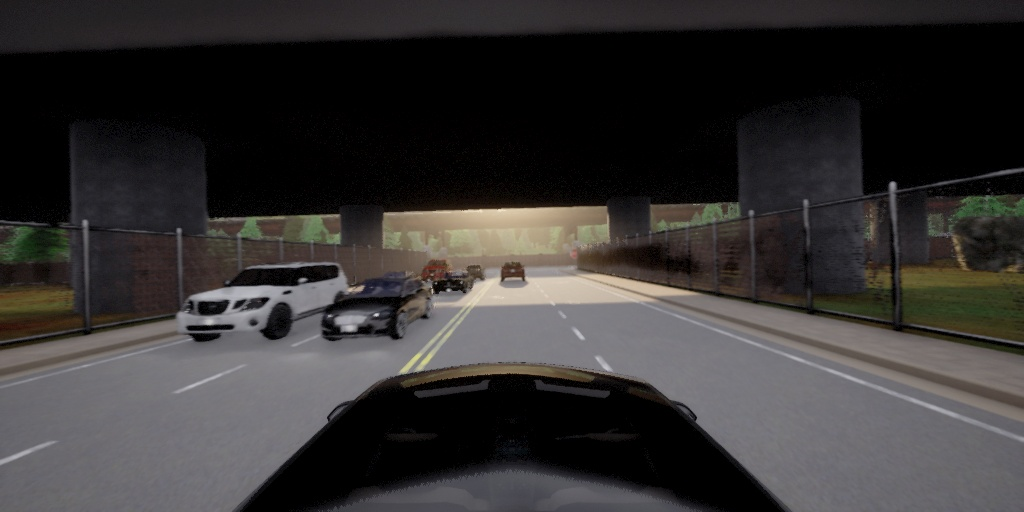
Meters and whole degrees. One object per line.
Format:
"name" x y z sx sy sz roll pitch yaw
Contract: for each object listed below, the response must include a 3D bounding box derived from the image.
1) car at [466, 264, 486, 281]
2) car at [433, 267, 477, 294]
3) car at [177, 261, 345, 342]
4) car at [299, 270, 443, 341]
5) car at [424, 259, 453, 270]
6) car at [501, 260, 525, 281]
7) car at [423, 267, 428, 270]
"car" -3.476 1.501 33.308 1.837 1.490 4.892 -2 -1 1
"car" -3.517 1.596 22.116 1.895 1.301 4.718 -2 0 0
"car" -7.181 1.219 11.264 2.150 2.045 5.566 -2 0 0
"car" -3.677 1.385 10.560 2.128 1.511 4.902 -2 0 0
"car" -6.973 1.306 34.097 2.150 2.045 5.566 -2 0 0
"car" 0.083 1.236 31.918 2.097 1.767 4.553 -2 0 1
"car" -7.017 1.643 22.163 2.033 1.411 5.357 -2 0 0
